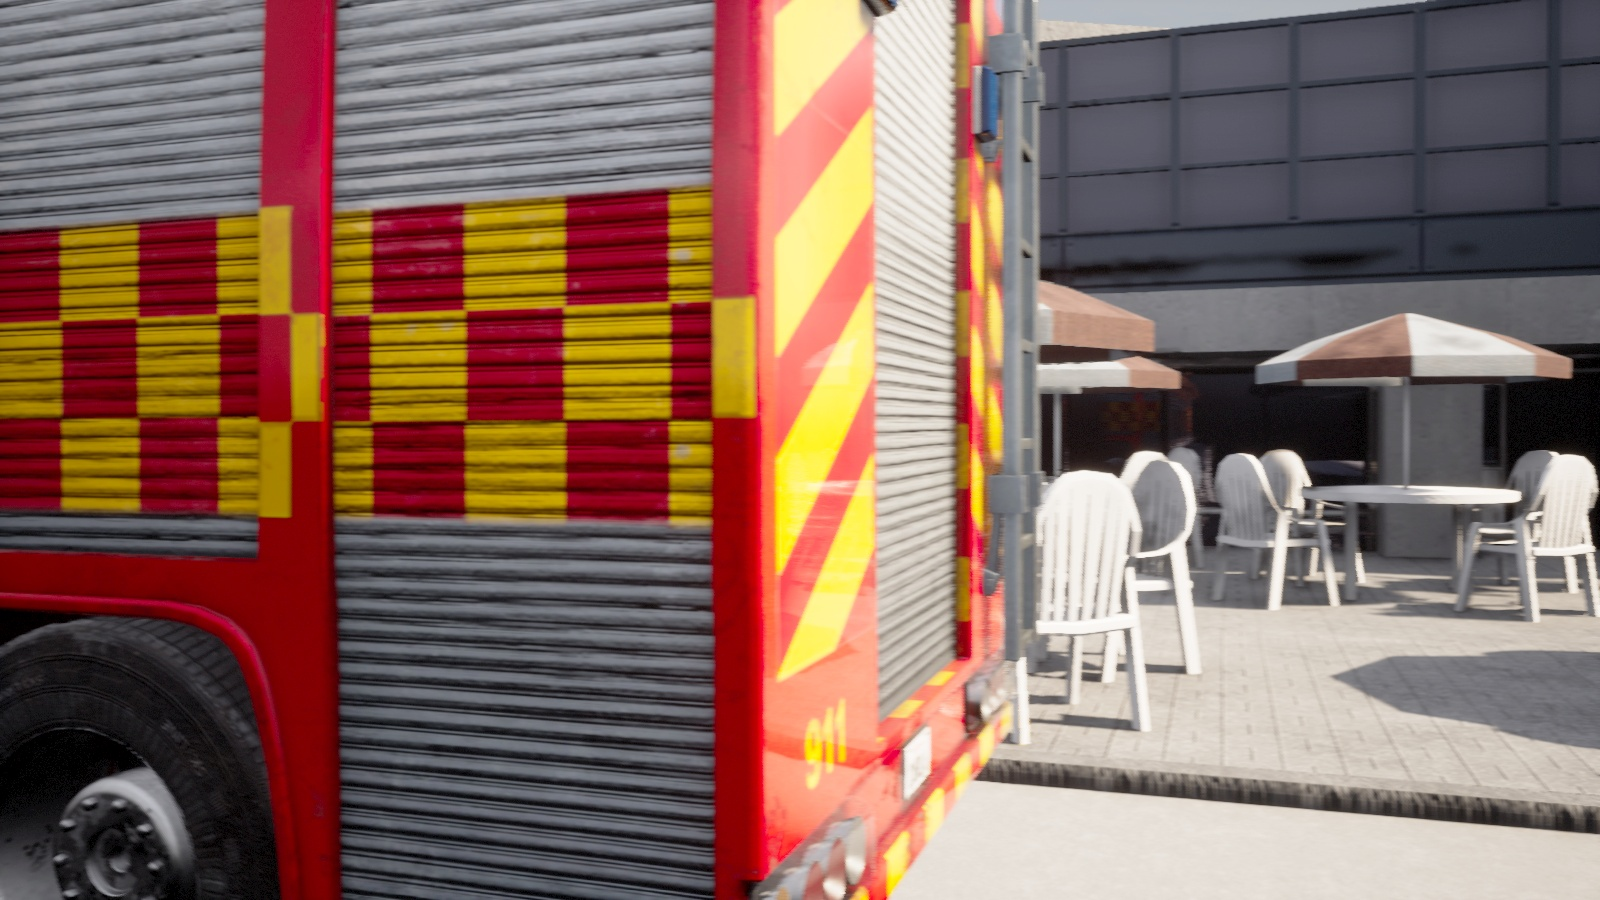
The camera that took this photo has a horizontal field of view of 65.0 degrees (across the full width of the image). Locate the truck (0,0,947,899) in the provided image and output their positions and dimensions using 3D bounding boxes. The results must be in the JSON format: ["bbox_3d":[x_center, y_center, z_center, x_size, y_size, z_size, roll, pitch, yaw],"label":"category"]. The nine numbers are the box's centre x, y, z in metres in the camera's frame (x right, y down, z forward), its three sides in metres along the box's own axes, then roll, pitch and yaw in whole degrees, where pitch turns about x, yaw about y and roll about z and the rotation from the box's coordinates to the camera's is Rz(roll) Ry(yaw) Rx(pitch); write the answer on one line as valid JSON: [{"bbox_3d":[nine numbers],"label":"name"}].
[{"bbox_3d":[-3.894,-0.433,5.012,8.468,3.827,2.891,1,1,19],"label":"truck"}]
